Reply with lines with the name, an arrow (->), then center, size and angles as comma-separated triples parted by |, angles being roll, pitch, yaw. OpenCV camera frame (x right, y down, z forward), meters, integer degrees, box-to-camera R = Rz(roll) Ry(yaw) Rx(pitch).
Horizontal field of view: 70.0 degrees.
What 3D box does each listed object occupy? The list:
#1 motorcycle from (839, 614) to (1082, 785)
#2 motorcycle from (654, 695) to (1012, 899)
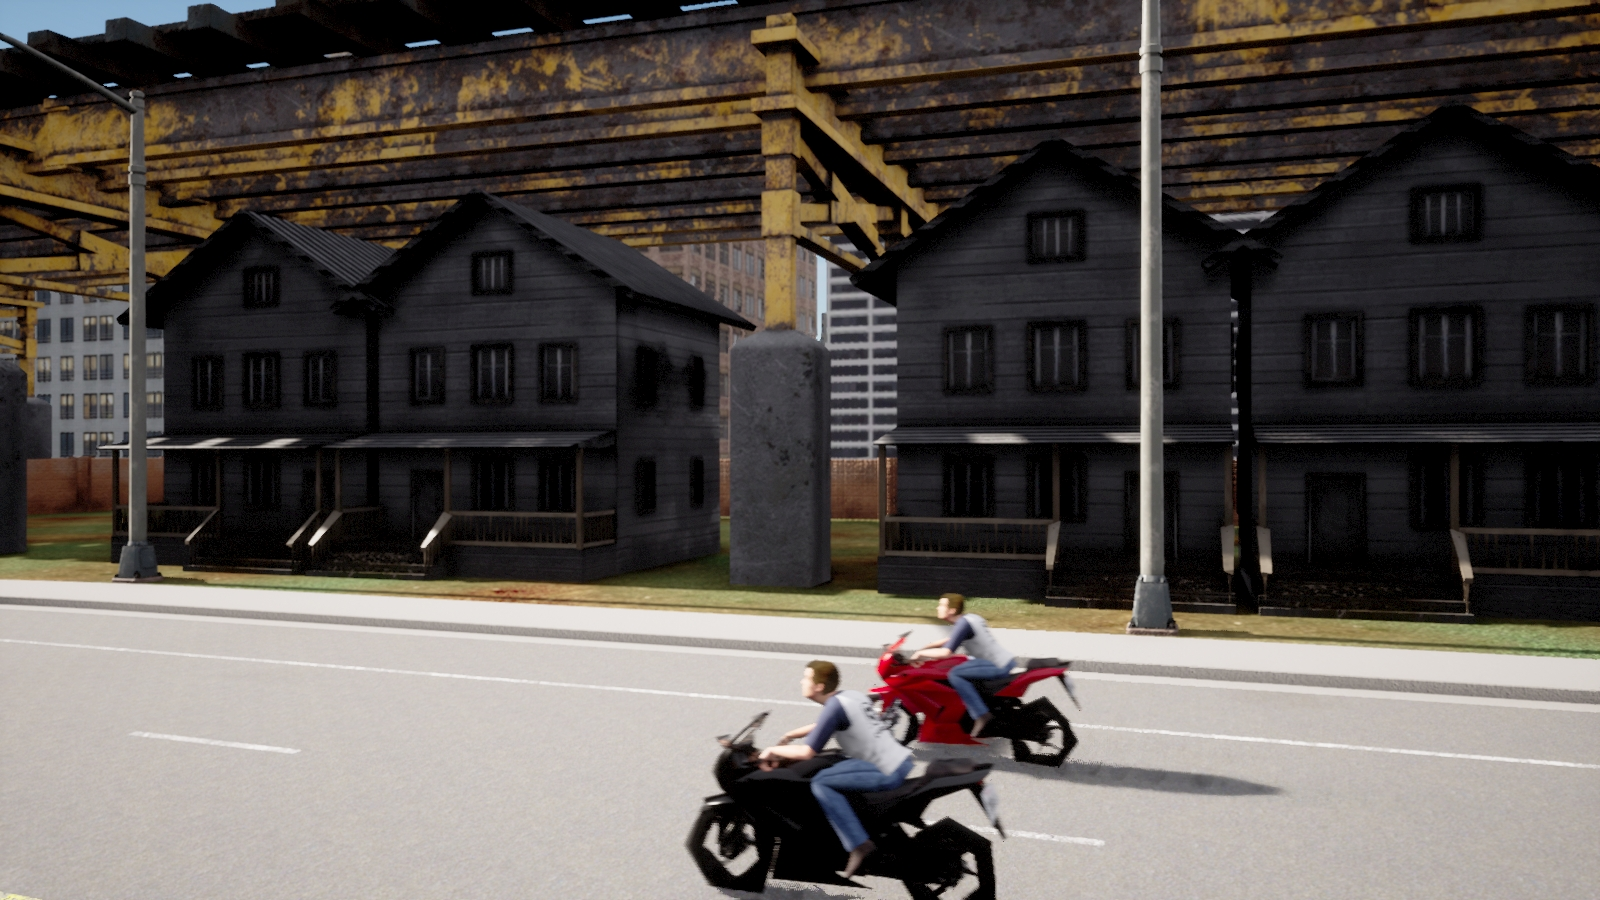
motorcycle -> 1.442, 2.181, 10.252 | 2.033, 1.224, 0.803 | 0, 0, 20
motorcycle -> 0.204, 2.220, 6.979 | 2.033, 1.145, 0.803 | 0, 0, 20
